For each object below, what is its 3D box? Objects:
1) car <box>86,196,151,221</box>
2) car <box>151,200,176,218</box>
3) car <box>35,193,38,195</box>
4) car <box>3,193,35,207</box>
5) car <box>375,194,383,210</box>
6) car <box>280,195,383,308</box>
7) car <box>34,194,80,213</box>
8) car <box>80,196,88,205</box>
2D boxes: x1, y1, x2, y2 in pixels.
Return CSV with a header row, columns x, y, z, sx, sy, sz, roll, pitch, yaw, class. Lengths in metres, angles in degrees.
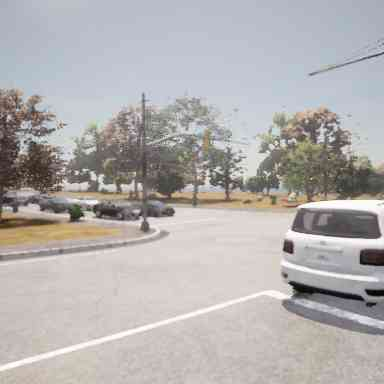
x,y,z,sx,sy,sz,roll,pitch,yaw,class
-5.943,1.374,26.463,4.902,1.511,2.128,1,1,41,car
-3.401,1.400,28.890,4.181,1.385,1.994,1,1,41,car
-19.010,0.852,42.474,5.357,1.411,2.033,3,3,41,car
-21.248,0.849,39.789,4.902,1.511,2.128,3,3,41,car
20.575,1.043,34.594,1.837,1.490,4.892,0,1,40,car
4.210,1.180,7.720,5.566,2.045,2.150,-1,1,-44,car
-13.411,1.239,32.961,4.674,1.442,1.812,2,2,41,car
-11.136,1.188,35.620,4.674,1.442,1.812,2,2,41,car
